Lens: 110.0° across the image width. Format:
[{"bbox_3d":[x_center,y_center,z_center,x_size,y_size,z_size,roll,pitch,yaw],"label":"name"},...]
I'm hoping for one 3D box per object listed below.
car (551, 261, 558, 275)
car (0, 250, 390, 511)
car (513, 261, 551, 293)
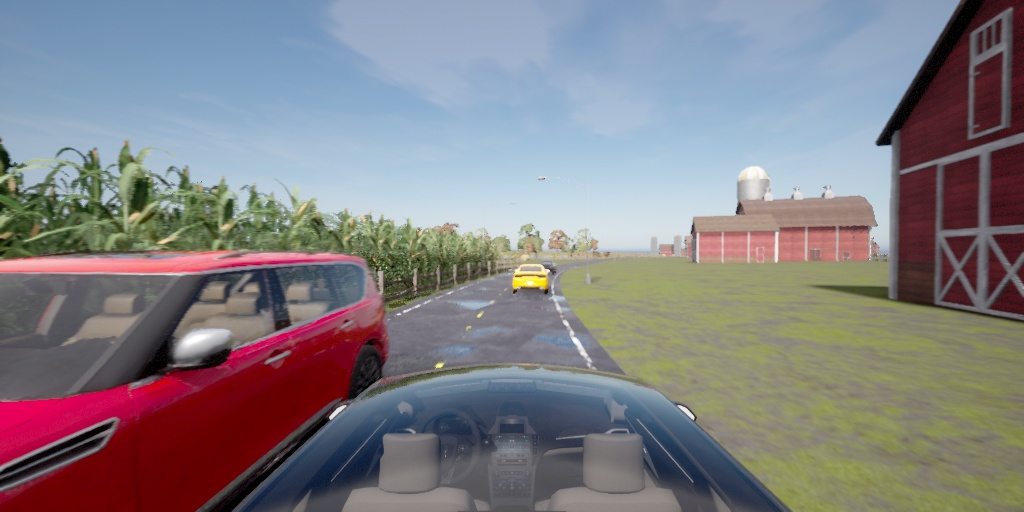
[{"bbox_3d":[3.851,1.230,39.139,1.812,1.442,4.674,0,0,11],"label":"car"},{"bbox_3d":[-2.793,0.963,2.809,2.150,2.045,5.566,0,0,1],"label":"car"},{"bbox_3d":[1.149,1.215,20.722,1.882,1.535,5.008,0,0,5],"label":"car"}]
